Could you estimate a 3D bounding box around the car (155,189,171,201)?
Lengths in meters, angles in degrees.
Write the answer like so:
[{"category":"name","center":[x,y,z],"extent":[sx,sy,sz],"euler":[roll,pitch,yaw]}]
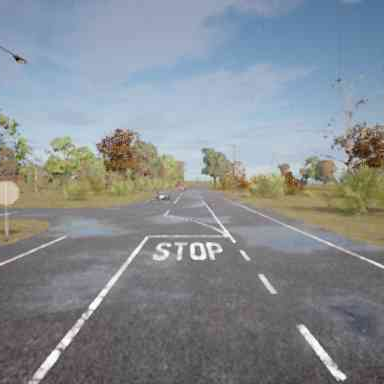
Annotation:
[{"category":"car","center":[-3.818,0.411,44.126],"extent":[2.128,1.511,4.902],"euler":[0,1,-1]}]
